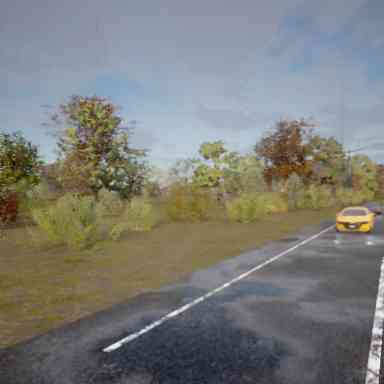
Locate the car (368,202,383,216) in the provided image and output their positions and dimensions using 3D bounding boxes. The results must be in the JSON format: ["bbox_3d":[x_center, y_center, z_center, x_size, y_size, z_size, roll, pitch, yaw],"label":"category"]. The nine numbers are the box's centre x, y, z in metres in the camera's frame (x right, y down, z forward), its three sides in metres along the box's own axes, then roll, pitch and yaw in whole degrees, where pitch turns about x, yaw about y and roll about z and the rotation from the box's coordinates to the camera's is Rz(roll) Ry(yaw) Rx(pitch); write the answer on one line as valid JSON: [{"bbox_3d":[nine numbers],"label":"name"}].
[{"bbox_3d":[20.331,1.866,37.410,2.033,1.411,5.357,-2,-1,30],"label":"car"}]

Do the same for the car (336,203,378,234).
[{"bbox_3d":[10.347,1.694,20.995,1.882,1.535,5.008,-2,-2,31],"label":"car"}]
